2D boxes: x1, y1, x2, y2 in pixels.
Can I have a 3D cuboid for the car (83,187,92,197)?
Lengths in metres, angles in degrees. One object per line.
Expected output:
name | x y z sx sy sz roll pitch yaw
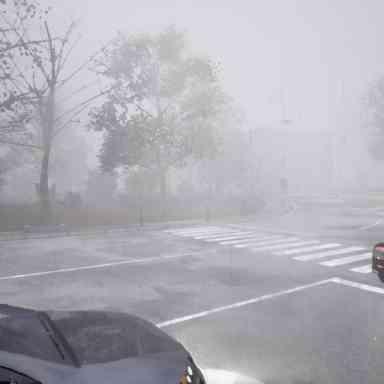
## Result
car | -19.091 0.190 66.956 2.185 1.767 4.553 -1 2 18

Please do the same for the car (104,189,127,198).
car | -14.433 0.285 63.111 1.946 1.575 5.366 -1 2 17

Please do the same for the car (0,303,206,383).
car | -1.897 1.563 2.406 4.181 1.385 1.994 0 0 -35

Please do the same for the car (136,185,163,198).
car | -7.291 -0.084 57.878 2.435 2.045 5.566 -1 2 17

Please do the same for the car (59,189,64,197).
car | -26.113 0.293 72.451 2.231 1.521 4.892 -1 2 18

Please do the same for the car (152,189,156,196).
car | -4.890 0.126 56.140 2.231 1.521 4.892 -1 2 16

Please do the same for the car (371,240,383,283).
car | 6.346 1.466 8.145 4.902 1.511 2.128 0 0 -34

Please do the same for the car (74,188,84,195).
car | -21.445 0.350 68.735 2.163 1.488 4.792 -1 2 18

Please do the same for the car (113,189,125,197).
car | -12.038 0.123 61.458 2.185 1.767 4.553 -2 1 17

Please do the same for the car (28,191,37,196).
car | -37.636 0.113 81.832 2.097 1.535 5.008 0 2 20

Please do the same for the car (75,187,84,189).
car | -23.787 0.061 70.567 2.435 2.045 5.566 0 2 18
